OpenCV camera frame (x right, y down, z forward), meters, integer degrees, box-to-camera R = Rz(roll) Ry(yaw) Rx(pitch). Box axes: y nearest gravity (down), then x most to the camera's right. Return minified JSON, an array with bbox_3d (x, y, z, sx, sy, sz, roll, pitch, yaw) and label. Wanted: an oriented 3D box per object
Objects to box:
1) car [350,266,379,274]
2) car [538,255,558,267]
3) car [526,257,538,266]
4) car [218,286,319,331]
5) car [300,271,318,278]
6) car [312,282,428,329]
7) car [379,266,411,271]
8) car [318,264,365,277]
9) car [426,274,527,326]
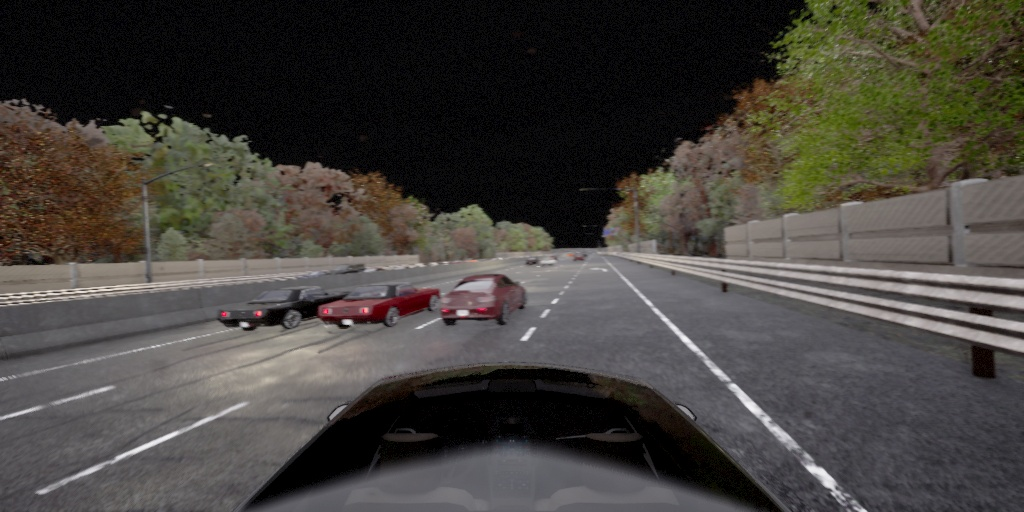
[{"bbox_3d":[-15.628,2.093,40.518,1.812,1.442,4.674,-3,0,14],"label":"car"},{"bbox_3d":[5.646,0.932,54.419,1.895,1.301,4.718,-3,0,13],"label":"car"},{"bbox_3d":[3.598,0.914,60.999,1.882,1.535,5.008,-3,0,13],"label":"car"},{"bbox_3d":[-7.637,1.764,13.066,1.895,1.301,4.718,-3,0,13],"label":"car"},{"bbox_3d":[-22.566,2.486,41.518,1.812,1.442,4.674,-3,0,14],"label":"car"},{"bbox_3d":[-4.199,1.569,12.420,1.895,1.301,4.718,-3,0,13],"label":"car"},{"bbox_3d":[-12.251,1.902,39.629,1.812,1.442,4.674,-3,0,14],"label":"car"},{"bbox_3d":[-19.038,1.982,41.336,2.150,2.045,5.566,-3,0,14],"label":"car"},{"bbox_3d":[-0.781,1.301,11.710,1.812,1.442,4.674,-3,0,13],"label":"car"}]
